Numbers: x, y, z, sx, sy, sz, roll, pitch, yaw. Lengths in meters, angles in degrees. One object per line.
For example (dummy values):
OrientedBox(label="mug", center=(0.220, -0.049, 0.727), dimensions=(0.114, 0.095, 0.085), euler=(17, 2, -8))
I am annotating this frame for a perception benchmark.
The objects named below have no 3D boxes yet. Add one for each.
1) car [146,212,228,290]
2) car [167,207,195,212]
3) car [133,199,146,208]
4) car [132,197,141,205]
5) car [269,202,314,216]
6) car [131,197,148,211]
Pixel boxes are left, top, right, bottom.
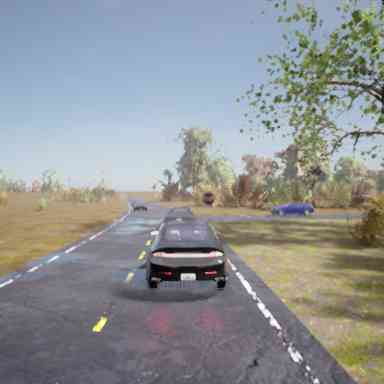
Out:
OrientedBox(label="car", center=(-0.165, 1.543, 9.249), dimensions=(2.128, 1.511, 4.902), euler=(0, 0, -2))
OrientedBox(label="car", center=(-0.743, 1.685, 22.411), dimensions=(1.994, 1.385, 4.181), euler=(0, 0, 1))
OrientedBox(label="car", center=(-8.830, 1.851, 55.276), dimensions=(1.994, 1.385, 4.181), euler=(0, 0, -11))
OrientedBox(label="car", center=(-11.672, 1.884, 69.670), dimensions=(1.812, 1.442, 4.674), euler=(0, 0, -12))
OrientedBox(label="car", center=(10.332, 1.740, 34.498), dimensions=(4.674, 1.442, 1.812), euler=(0, 0, -11))
OrientedBox(label="car", center=(-6.898, 1.782, 44.500), dimensions=(2.033, 1.411, 5.357), euler=(0, 0, -9))
